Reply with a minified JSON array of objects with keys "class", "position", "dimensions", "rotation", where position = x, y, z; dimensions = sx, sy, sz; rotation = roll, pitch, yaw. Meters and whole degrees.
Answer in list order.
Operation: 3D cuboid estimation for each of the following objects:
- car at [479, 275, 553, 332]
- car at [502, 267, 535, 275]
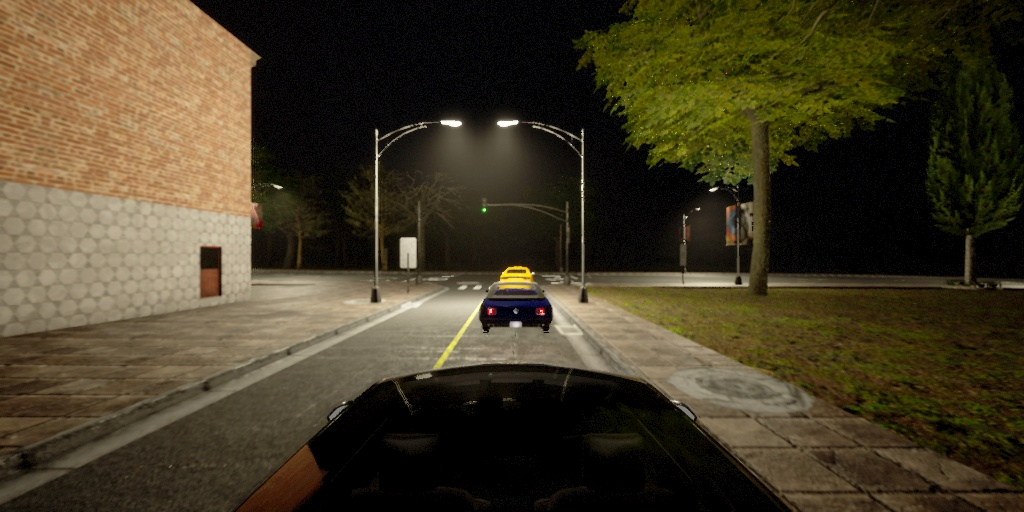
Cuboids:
[{"class":"car","position":[0.103,1.437,11.136],"dimensions":[1.895,1.301,4.718],"rotation":[0,-1,0]},{"class":"car","position":[0.376,1.435,22.305],"dimensions":[1.882,1.535,5.008],"rotation":[0,-1,4]}]
